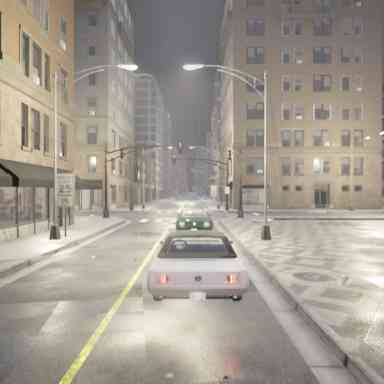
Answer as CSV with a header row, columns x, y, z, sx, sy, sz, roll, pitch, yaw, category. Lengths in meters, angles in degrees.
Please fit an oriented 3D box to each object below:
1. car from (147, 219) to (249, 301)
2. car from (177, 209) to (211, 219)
x,y,z,sx,sy,sz,roll,pitch,yaw,category
0.110,1.599,8.262,1.895,1.301,4.718,0,0,0,car
0.121,1.597,18.497,1.895,1.301,4.718,0,0,0,car
